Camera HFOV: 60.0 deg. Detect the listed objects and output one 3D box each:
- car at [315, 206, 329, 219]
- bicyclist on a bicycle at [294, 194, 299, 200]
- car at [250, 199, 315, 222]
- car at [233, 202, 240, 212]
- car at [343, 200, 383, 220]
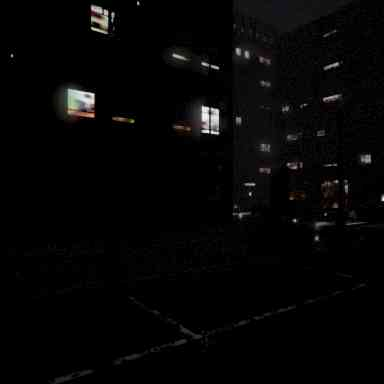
[{"bbox_3d":[8.223,1.318,25.813,1.812,1.442,4.674,0,1,-37],"label":"car"},{"bbox_3d":[11.451,1.011,36.190,1.656,1.620,0.582,0,1,-36],"label":"bicyclist on a bicycle"},{"bbox_3d":[6.206,1.342,24.168,2.008,1.369,4.403,1,0,-36],"label":"car"},{"bbox_3d":[2.723,1.167,33.332,1.837,1.490,4.892,0,1,-36],"label":"car"},{"bbox_3d":[13.554,1.358,24.092,2.128,1.511,4.902,-1,2,-42],"label":"car"}]
